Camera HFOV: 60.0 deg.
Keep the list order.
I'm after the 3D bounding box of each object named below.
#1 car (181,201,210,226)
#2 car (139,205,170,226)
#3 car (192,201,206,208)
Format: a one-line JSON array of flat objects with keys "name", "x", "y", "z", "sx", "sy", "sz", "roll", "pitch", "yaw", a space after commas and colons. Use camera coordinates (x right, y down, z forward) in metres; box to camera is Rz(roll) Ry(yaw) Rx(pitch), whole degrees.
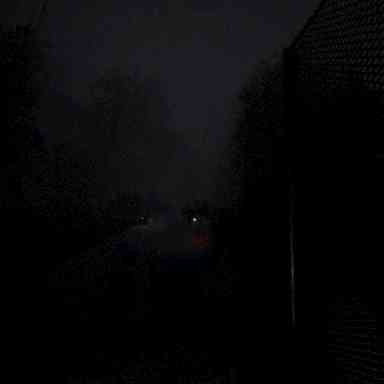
[{"name": "car", "x": 0.236, "y": 1.652, "z": 24.661, "sx": 1.837, "sy": 1.490, "sz": 4.892, "roll": 0, "pitch": -1, "yaw": 1}, {"name": "car", "x": -2.709, "y": 1.703, "z": 25.359, "sx": 2.033, "sy": 1.411, "sz": 5.357, "roll": 0, "pitch": -1, "yaw": 2}, {"name": "car", "x": 1.420, "y": 2.505, "z": 66.219, "sx": 2.033, "sy": 1.411, "sz": 5.357, "roll": 0, "pitch": -2, "yaw": 10}]
